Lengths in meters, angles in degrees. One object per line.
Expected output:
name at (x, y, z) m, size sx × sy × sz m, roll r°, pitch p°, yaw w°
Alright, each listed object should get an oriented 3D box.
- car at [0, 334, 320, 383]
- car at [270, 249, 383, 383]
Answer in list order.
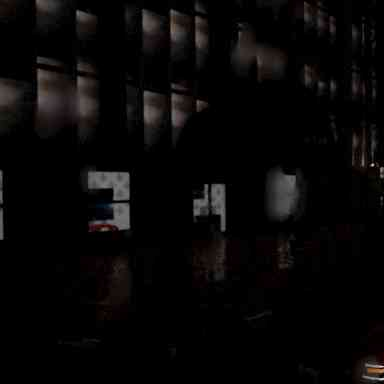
car at (-1.669, 1.572, 1.256) m, size 4.313 × 1.339 × 1.947 m, roll -1°, pitch 0°, yaw -35°
car at (2.965, 1.505, 4.546) m, size 4.507 × 1.381 × 1.887 m, roll -1°, pitch 0°, yaw -35°
